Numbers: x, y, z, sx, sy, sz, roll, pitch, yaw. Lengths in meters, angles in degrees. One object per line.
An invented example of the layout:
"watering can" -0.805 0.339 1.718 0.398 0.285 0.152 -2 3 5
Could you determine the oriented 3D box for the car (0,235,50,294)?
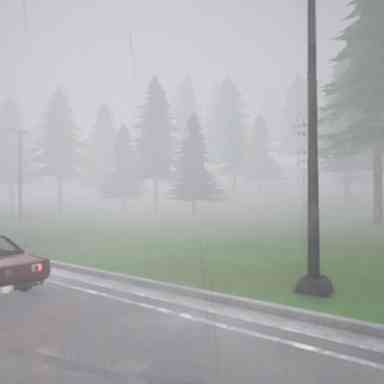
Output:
"car" -5.508 1.670 7.905 4.718 1.301 1.895 -1 0 35
